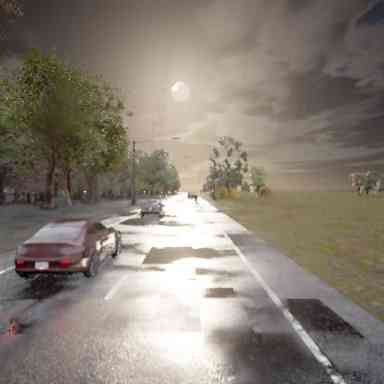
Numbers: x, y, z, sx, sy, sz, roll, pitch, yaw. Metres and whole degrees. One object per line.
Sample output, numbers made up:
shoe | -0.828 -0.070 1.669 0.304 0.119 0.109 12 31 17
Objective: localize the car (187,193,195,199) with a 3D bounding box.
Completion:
car | -0.159 0.997 87.953 2.097 1.767 4.553 0 0 0

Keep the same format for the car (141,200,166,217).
car | -3.456 1.468 30.131 2.033 1.411 5.357 0 0 0

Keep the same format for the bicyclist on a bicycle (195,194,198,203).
bicyclist on a bicycle | 0.852 1.211 61.299 0.659 1.776 1.843 0 0 0

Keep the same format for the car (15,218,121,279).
car | -3.418 1.499 9.864 1.812 1.442 4.674 0 0 0

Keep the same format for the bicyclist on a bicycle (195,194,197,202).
bicyclist on a bicycle | 0.836 1.270 70.374 0.582 1.620 1.656 0 0 0
